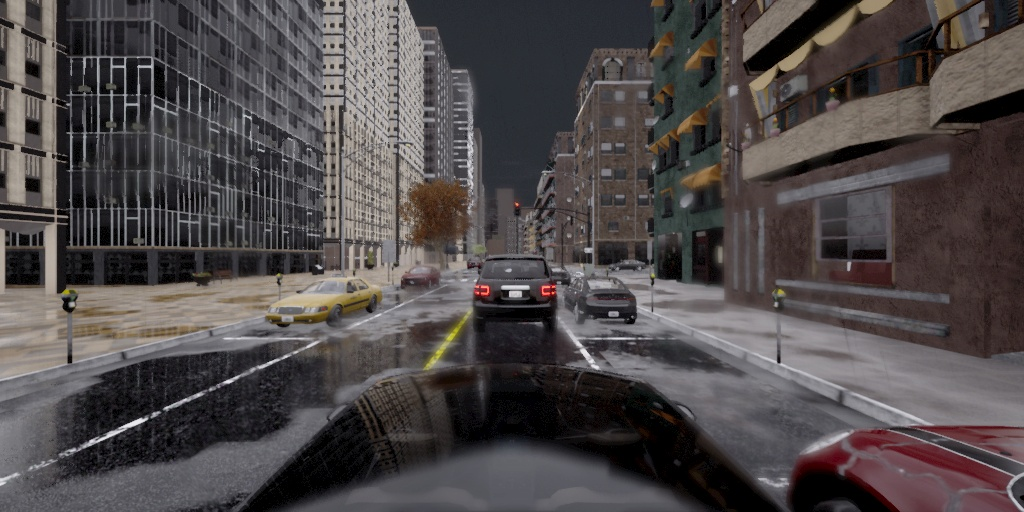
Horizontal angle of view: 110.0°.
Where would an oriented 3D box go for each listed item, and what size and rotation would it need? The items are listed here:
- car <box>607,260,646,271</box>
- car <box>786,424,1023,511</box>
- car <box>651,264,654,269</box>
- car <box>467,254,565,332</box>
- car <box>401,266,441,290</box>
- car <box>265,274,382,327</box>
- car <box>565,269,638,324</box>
[{"bbox_3d":[13.447,1.105,42.143,4.403,1.370,2.007,0,0,-1],"label":"car"},{"bbox_3d":[2.688,1.190,0.600,1.967,1.591,4.097,0,0,0],"label":"car"},{"bbox_3d":[18.844,1.003,42.196,4.829,1.417,1.751,0,0,-1],"label":"car"},{"bbox_3d":[0.093,0.971,10.942,2.150,2.045,5.566,0,0,0],"label":"car"},{"bbox_3d":[-5.685,1.298,22.733,1.888,1.381,4.507,0,0,0],"label":"car"},{"bbox_3d":[-5.689,1.275,11.498,1.751,1.417,4.829,0,0,0],"label":"car"},{"bbox_3d":[2.692,1.300,11.664,2.007,1.370,4.403,0,0,0],"label":"car"}]
